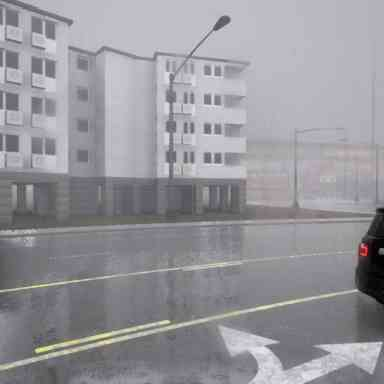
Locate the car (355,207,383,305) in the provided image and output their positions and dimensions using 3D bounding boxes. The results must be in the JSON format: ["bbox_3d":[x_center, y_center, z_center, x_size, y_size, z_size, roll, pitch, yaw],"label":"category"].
[{"bbox_3d":[5.697,1.221,6.288,5.566,2.045,2.150,0,0,-23],"label":"car"}]
